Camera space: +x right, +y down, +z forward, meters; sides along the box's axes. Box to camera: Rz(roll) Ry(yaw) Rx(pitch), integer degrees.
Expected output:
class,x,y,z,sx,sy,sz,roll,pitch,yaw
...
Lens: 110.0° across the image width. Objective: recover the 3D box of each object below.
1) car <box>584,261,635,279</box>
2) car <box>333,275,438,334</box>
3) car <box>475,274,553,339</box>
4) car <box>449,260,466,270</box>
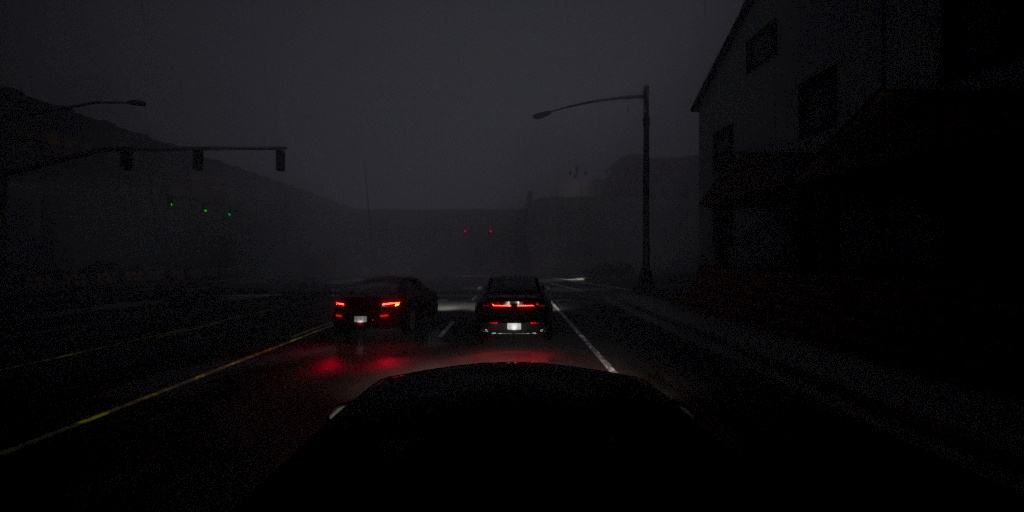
class,x,y,z,sx,sy,sz,roll,pitch,yaw
car,8.195,1.096,30.419,4.181,1.385,1.994,-4,0,0
car,-3.453,1.276,10.483,1.812,1.442,4.674,0,0,0
car,0.043,1.255,10.068,1.837,1.490,4.892,0,0,0
car,-7.926,1.313,52.021,1.994,1.385,4.181,0,0,-2
